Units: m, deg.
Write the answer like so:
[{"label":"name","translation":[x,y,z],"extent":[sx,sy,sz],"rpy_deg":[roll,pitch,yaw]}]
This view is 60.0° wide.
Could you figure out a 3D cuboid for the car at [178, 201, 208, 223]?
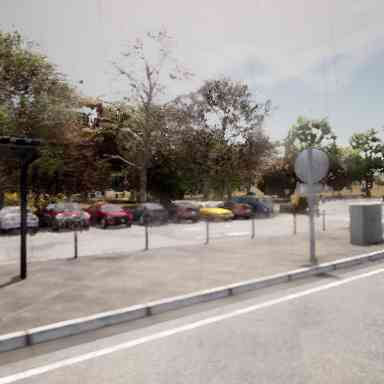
[{"label":"car","translation":[-1.244,1.558,25.883],"extent":[2.163,1.488,4.792],"rpy_deg":[0,0,-36]}]

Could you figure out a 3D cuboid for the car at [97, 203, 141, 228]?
[{"label":"car","translation":[-5.743,1.517,22.634],"extent":[2.097,1.535,5.008],"rpy_deg":[0,0,-36]}]

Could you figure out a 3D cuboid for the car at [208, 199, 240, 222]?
[{"label":"car","translation":[1.138,1.532,27.322],"extent":[1.946,1.575,5.366],"rpy_deg":[0,0,-36]}]

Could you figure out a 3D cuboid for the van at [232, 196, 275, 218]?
[{"label":"van","translation":[5.612,1.322,30.609],"extent":[1.878,1.987,4.442],"rpy_deg":[0,0,-36]}]

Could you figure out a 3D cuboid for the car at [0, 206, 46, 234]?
[{"label":"car","translation":[-10.253,1.546,19.397],"extent":[2.002,1.452,4.674],"rpy_deg":[0,0,-36]}]

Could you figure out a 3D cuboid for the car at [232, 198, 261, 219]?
[{"label":"car","translation":[3.271,1.571,29.114],"extent":[2.163,1.488,4.792],"rpy_deg":[0,0,-36]}]

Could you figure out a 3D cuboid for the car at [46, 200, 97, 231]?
[{"label":"car","translation":[-8.015,1.386,21.040],"extent":[2.185,1.767,4.553],"rpy_deg":[0,0,-36]}]

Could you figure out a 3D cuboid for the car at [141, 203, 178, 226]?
[{"label":"car","translation":[-3.480,1.524,24.240],"extent":[2.231,1.521,4.892],"rpy_deg":[0,0,-36]}]
